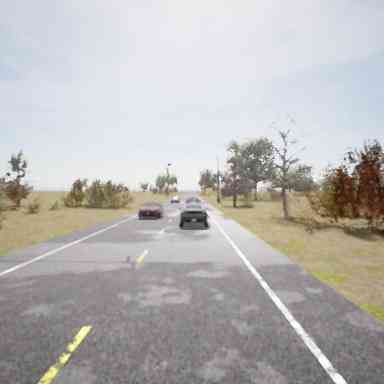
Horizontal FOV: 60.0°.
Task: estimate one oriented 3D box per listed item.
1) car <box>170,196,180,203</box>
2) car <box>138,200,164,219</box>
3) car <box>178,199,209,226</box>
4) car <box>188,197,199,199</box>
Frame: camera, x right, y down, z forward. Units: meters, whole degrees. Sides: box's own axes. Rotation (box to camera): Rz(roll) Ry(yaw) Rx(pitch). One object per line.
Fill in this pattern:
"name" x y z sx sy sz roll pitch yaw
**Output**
"car" -3.436 1.571 67.998 2.033 1.411 5.357 0 0 0
"car" -3.567 1.495 29.427 1.882 1.535 5.008 0 0 0
"car" 0.123 1.520 23.448 1.837 1.490 4.892 0 0 0
"car" 0.140 1.375 41.811 2.097 1.767 4.553 0 0 0
